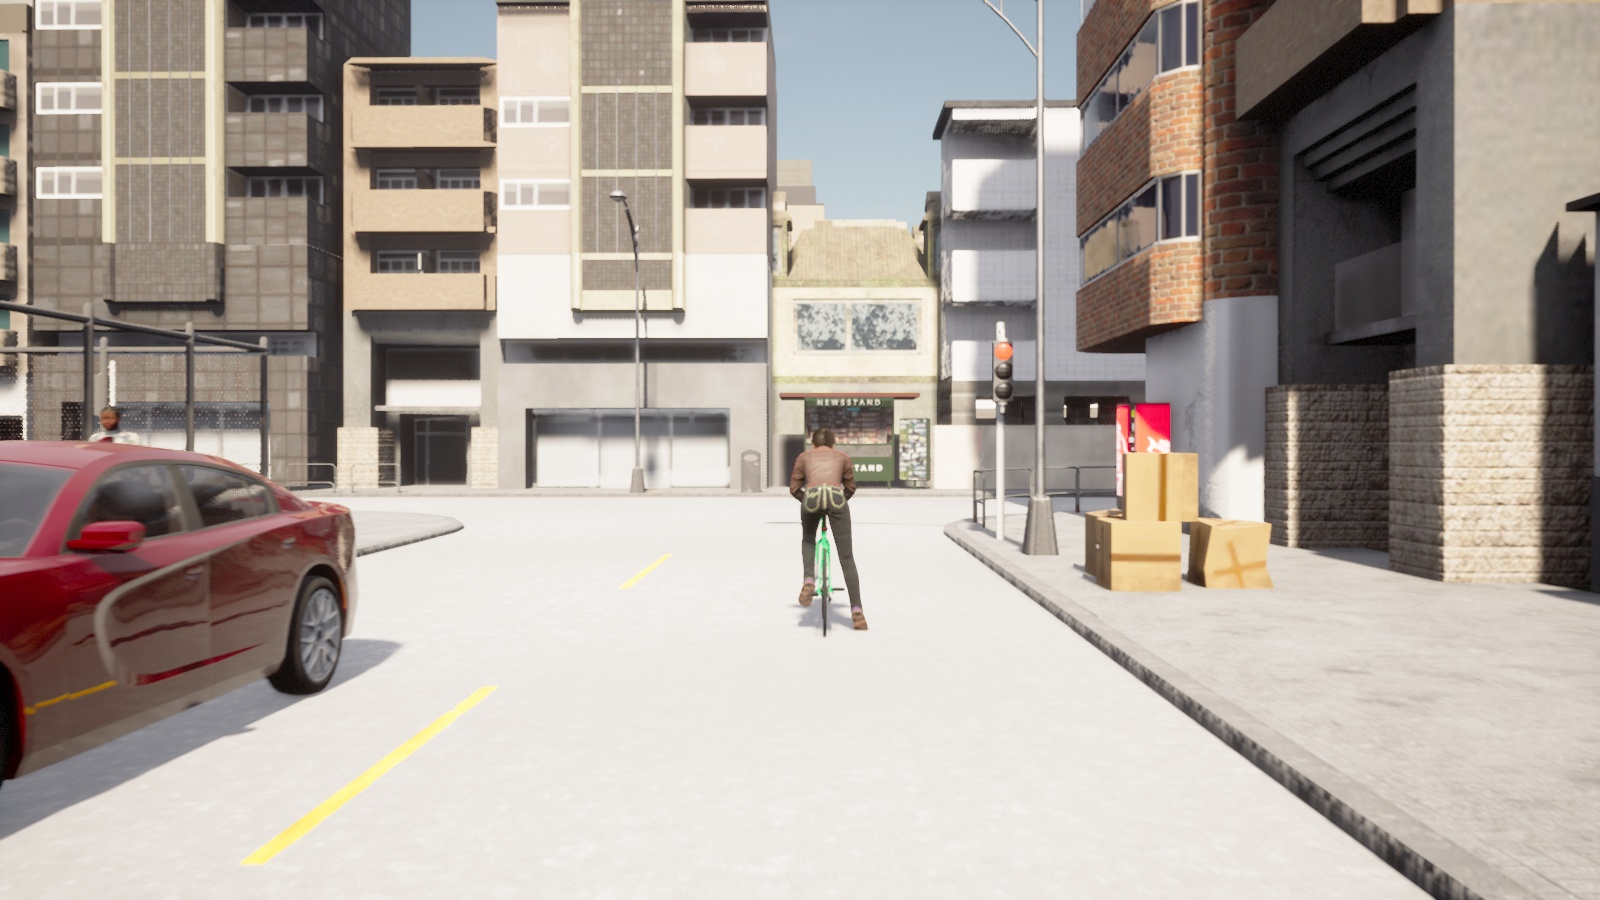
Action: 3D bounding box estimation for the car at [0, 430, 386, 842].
[{"bbox_3d":[-3.859,0.686,6.034,1.882,1.535,5.008,0,0,3],"label":"car"}]

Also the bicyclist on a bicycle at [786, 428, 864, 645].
[{"bbox_3d":[0.190,0.641,10.172,0.582,1.620,1.656,0,0,0],"label":"bicyclist on a bicycle"}]

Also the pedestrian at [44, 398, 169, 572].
[{"bbox_3d":[-7.591,0.370,13.789,0.874,1.855,0.900,0,0,0],"label":"pedestrian"}]
